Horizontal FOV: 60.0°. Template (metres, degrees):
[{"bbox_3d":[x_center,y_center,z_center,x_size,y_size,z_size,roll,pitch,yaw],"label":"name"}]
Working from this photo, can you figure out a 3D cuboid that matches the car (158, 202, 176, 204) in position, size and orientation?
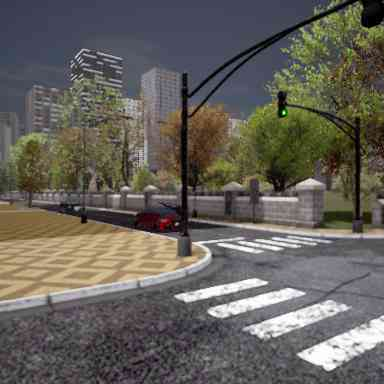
[{"bbox_3d":[-2.285,1.558,26.360,2.128,1.511,4.902,0,0,-34],"label":"car"}]

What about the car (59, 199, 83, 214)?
[{"bbox_3d":[-13.515,1.591,37.217,2.128,1.511,4.902,0,0,-34],"label":"car"}]

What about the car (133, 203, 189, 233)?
[{"bbox_3d":[-1.960,1.602,20.173,1.994,1.385,4.181,0,0,-34],"label":"car"}]
